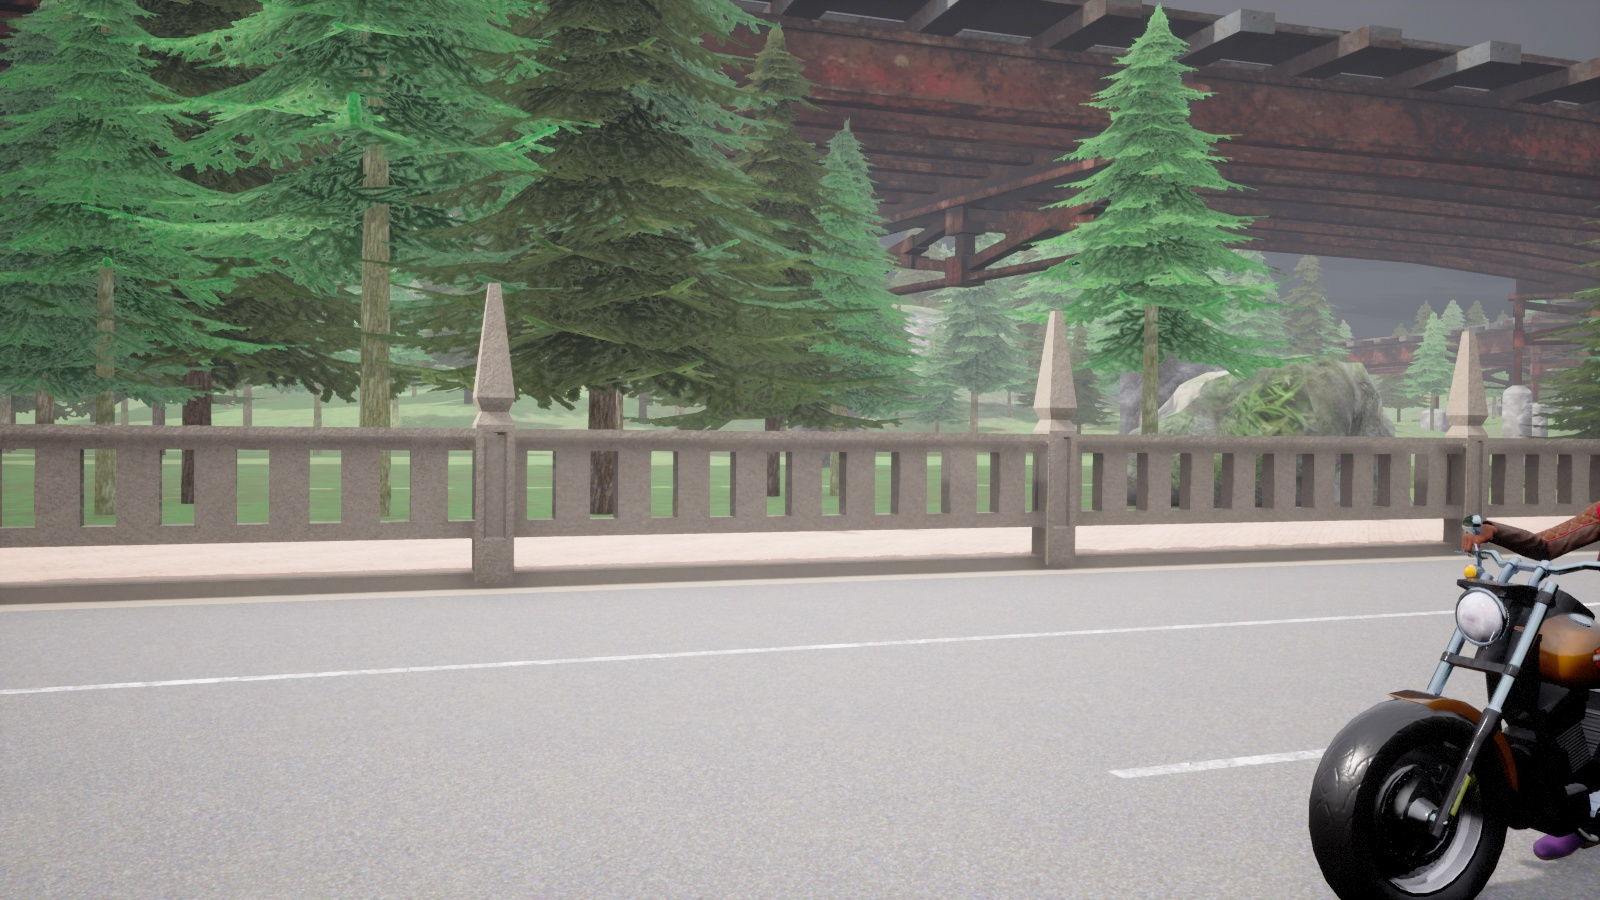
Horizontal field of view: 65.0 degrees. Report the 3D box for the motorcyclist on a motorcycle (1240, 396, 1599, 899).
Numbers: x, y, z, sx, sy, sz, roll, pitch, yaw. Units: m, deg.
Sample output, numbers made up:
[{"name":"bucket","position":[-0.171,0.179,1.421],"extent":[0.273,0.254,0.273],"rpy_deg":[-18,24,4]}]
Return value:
[{"name":"motorcyclist on a motorcycle","position":[2.716,0.650,4.271],"extent":[2.350,1.649,0.766],"rpy_deg":[-1,1,-21]}]
